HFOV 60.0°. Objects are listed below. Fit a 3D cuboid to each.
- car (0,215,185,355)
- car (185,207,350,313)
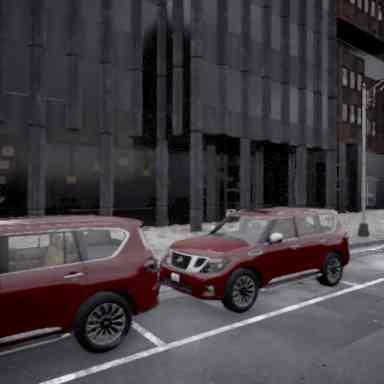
[{"bbox_3d":[-2.833,1.316,4.625,5.009,1.841,2.192,0,0,-35],"label":"car"},{"bbox_3d":[1.734,1.329,7.882,5.009,1.841,2.192,0,0,-35],"label":"car"}]
